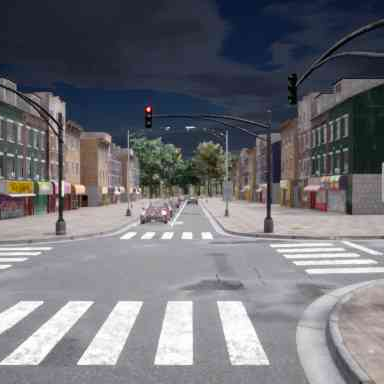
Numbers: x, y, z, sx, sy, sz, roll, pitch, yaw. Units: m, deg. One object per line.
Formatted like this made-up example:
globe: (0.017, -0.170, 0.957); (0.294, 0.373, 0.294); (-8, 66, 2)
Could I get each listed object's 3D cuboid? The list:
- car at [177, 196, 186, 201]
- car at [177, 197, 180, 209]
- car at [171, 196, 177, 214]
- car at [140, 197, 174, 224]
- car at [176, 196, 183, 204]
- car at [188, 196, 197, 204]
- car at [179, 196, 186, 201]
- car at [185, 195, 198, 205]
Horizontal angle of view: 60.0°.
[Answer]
car: (-2.623, 1.651, 84.365); (1.947, 1.339, 4.313); (-1, 0, 0)
car: (-2.636, 1.579, 35.452); (1.947, 1.339, 4.313); (-1, 0, 0)
car: (-2.639, 1.448, 30.018); (1.967, 1.590, 4.097); (-1, 0, 0)
car: (-2.641, 1.444, 24.583); (1.967, 1.590, 4.097); (-1, 0, 0)
car: (-2.634, 1.570, 46.322); (1.887, 1.381, 4.507); (-1, 0, 0)
car: (0.112, 1.535, 68.463); (1.882, 1.535, 5.008); (0, 0, 0)
car: (-2.621, 1.678, 89.800); (1.802, 1.307, 4.206); (-1, 0, 0)
car: (0.114, 1.569, 59.348); (1.812, 1.442, 4.674); (0, 0, 0)
